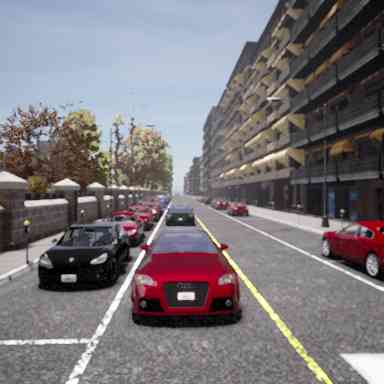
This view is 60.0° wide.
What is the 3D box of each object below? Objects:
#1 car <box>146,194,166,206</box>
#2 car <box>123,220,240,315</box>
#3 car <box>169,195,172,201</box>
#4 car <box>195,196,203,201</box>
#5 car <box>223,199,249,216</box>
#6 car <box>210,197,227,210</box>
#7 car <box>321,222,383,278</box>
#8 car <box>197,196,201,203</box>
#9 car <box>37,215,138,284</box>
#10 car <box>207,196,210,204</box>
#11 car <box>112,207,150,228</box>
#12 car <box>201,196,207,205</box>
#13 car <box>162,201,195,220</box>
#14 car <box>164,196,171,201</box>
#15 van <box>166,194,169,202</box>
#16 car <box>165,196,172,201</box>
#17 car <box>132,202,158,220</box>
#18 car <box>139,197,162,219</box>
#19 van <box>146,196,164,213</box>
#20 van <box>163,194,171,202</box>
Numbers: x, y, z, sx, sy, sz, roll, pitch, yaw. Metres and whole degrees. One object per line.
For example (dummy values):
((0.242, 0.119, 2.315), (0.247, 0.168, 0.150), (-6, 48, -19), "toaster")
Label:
((-3.905, 1.345, 32.154), (2.192, 1.841, 5.009), (0, 0, -3), "car")
((-0.180, 1.567, 7.577), (1.994, 1.385, 4.181), (0, 0, -2), "car")
((-5.195, 1.650, 60.276), (1.947, 1.339, 4.313), (0, 0, -3), "car")
((1.886, 1.742, 88.782), (1.802, 1.307, 4.206), (0, 0, -3), "car")
((4.467, 1.615, 32.537), (1.802, 1.307, 4.206), (0, 0, -3), "car")
((3.951, 1.494, 43.787), (1.967, 1.590, 4.097), (0, 0, -3), "car")
((5.500, 1.551, 10.042), (1.887, 1.381, 4.507), (0, 0, -3), "car")
((2.661, 1.553, 71.909), (1.967, 1.590, 4.097), (0, 0, -3), "car")
((-2.871, 1.569, 9.659), (1.947, 1.339, 4.313), (0, 0, -3), "car")
((3.693, 1.647, 49.412), (1.802, 1.307, 4.206), (0, 0, -3), "car")
((-3.130, 1.588, 15.284), (1.802, 1.307, 4.206), (0, 0, -3), "car")
((3.177, 1.653, 60.661), (1.947, 1.339, 4.313), (0, 0, -3), "car")
((-0.808, 1.578, 23.529), (1.994, 1.385, 4.181), (0, 0, -2), "car")
((-6.485, 1.739, 88.397), (1.802, 1.307, 4.206), (0, 0, -3), "car")
((-4.679, 1.403, 49.028), (1.690, 1.788, 3.998), (0, 0, -3), "van")
((-6.743, 1.719, 94.022), (1.887, 1.381, 4.507), (0, 0, -3), "car")
((-3.388, 1.555, 20.906), (1.887, 1.381, 4.507), (0, 0, -3), "car")
((-3.645, 1.460, 26.528), (1.967, 1.590, 4.097), (0, 0, -3), "car")
((-4.162, 1.382, 37.778), (1.690, 1.788, 3.998), (0, 0, -3), "van")
((-6.227, 1.481, 82.773), (1.690, 1.788, 3.998), (0, 0, -3), "van")
